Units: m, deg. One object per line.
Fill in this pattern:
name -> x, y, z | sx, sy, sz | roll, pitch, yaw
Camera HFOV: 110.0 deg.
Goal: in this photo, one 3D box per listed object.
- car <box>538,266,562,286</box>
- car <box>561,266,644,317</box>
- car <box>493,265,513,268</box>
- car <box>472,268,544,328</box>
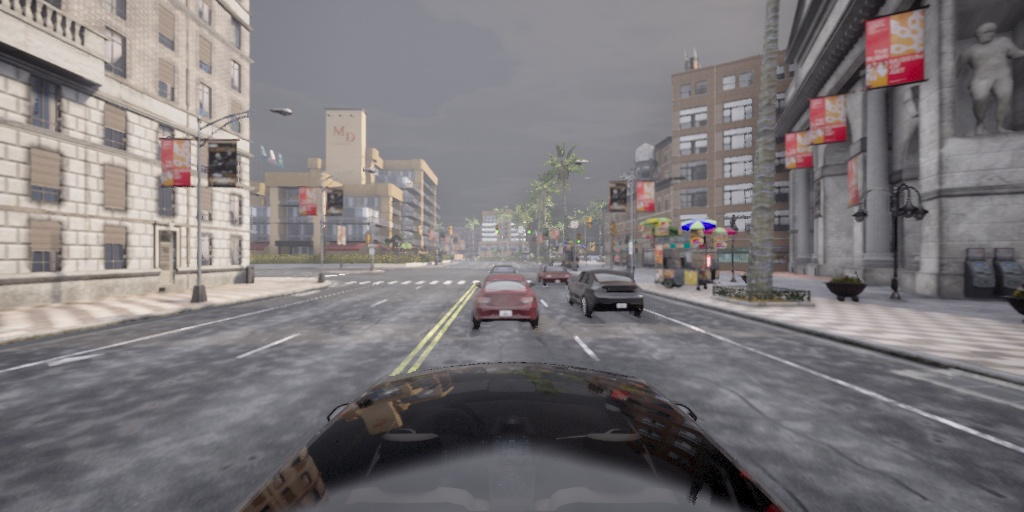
car -> 2.876, 1.332, 25.340 | 1.895, 1.301, 4.718 | 0, 0, -2
car -> 3.237, 1.244, 13.196 | 1.837, 1.490, 4.892 | 0, 0, -1
car -> -0.569, 1.281, 23.238 | 2.033, 1.411, 5.357 | 0, 0, -2
car -> -0.210, 1.269, 11.293 | 1.812, 1.442, 4.674 | 0, 0, -1
